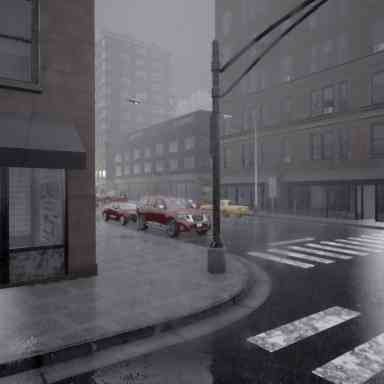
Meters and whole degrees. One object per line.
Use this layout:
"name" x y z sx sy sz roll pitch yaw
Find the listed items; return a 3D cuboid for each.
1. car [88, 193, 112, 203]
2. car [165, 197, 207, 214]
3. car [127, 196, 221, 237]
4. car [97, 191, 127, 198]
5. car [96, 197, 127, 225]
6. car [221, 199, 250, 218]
"car" -13.495 0.883 48.748 2.008 1.369 4.403 1 0 -36
"car" -0.647 1.204 30.978 1.802 1.307 4.206 1 0 -36
"car" -1.132 1.138 17.106 2.192 1.841 5.009 1 0 -36
"car" -10.280 0.717 44.304 2.192 1.841 5.009 1 0 -36
"car" -4.348 1.288 21.548 1.887 1.381 4.507 1 0 -36
"car" 2.466 1.222 26.674 1.752 1.417 4.829 1 0 -36
